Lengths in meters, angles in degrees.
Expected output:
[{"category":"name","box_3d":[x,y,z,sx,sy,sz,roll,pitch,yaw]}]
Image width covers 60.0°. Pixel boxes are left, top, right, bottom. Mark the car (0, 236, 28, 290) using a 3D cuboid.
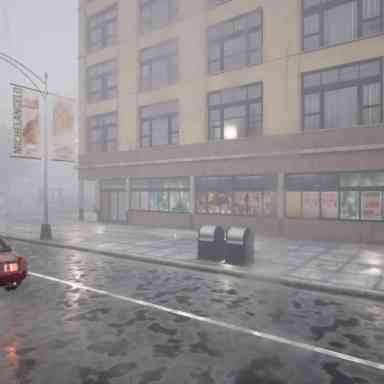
[{"category":"car","box_3d":[-5.678,1.601,8.136,1.895,1.301,4.718,0,0,-42]}]
